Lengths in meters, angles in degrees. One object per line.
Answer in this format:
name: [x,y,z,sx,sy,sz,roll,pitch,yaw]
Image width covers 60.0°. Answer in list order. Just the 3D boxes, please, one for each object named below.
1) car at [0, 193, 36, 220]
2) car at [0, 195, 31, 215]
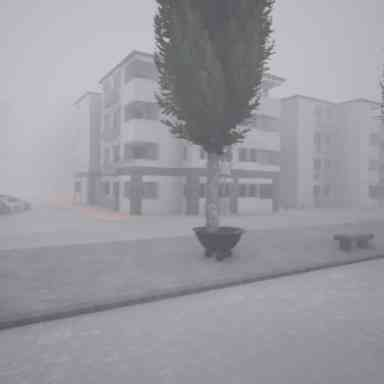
car: [-13.324,0.951,23.888,2.038,1.542,4.974,1,1,-2]
car: [-13.319,0.794,23.833,1.853,1.218,4.536,1,1,-2]
